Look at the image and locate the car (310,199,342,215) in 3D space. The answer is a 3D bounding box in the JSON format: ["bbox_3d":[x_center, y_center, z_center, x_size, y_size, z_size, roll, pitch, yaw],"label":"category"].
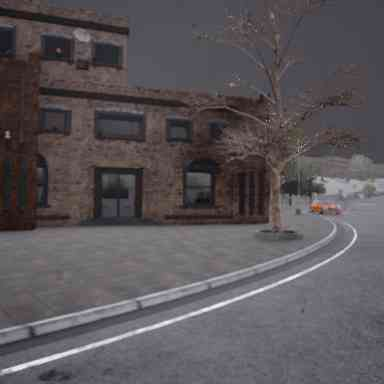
[{"bbox_3d":[14.592,1.546,36.357,2.097,1.767,4.553,1,-1,1],"label":"car"}]
